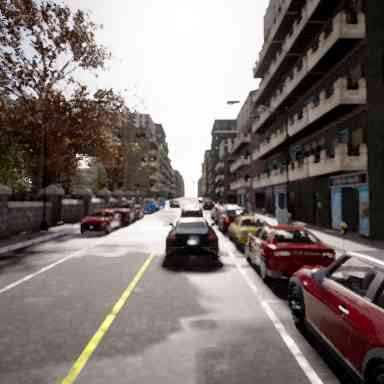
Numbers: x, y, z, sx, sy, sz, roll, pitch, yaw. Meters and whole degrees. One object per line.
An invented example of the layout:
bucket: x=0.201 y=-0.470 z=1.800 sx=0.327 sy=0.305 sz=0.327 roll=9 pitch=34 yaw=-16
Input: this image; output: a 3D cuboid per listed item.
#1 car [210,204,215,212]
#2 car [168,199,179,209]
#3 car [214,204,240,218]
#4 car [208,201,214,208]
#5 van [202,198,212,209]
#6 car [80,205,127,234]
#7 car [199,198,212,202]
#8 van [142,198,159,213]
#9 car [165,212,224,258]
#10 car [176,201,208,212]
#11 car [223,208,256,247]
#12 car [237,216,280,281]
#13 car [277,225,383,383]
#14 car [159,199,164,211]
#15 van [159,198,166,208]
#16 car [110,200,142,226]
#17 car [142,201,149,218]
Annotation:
car: x=2.699 y=1.875 z=26.576 sx=1.802 sy=1.307 sz=4.206 roll=1 pitch=-1 yaw=0
car: x=-3.064 y=2.161 z=59.591 sx=1.837 sy=1.490 sz=4.892 roll=0 pitch=0 yaw=0
car: x=2.703 y=1.672 z=21.055 sx=1.967 sy=1.590 sz=4.097 roll=1 pitch=-1 yaw=0
car: x=2.700 y=1.881 z=32.270 sx=1.752 sy=1.417 sz=4.829 roll=1 pitch=-1 yaw=0
van: x=2.667 y=1.999 z=59.717 sx=1.690 sy=1.788 sz=3.998 roll=1 pitch=-1 yaw=0
car: x=-5.679 y=1.777 z=21.053 sx=1.887 sy=1.381 sz=4.507 roll=1 pitch=-1 yaw=0
car: x=2.668 y=2.037 z=54.193 sx=1.967 sy=1.590 sz=4.097 roll=1 pitch=-1 yaw=0
van: x=-5.687 y=1.817 z=43.148 sx=1.690 sy=1.788 sz=3.998 roll=1 pitch=-1 yaw=0
car: x=0.013 y=1.713 z=13.382 sx=1.994 sy=1.385 sz=4.181 roll=0 pitch=-1 yaw=0
car: x=0.012 y=1.807 z=28.506 sx=2.128 sy=1.511 sz=4.902 roll=0 pitch=0 yaw=0
car: x=2.702 y=1.699 z=15.701 sx=1.752 sy=1.417 sz=4.829 roll=1 pitch=-1 yaw=0
car: x=2.702 y=1.656 z=10.007 sx=1.887 sy=1.381 sz=4.507 roll=1 pitch=-1 yaw=0
car: x=2.705 y=1.491 z=4.486 sx=1.967 sy=1.590 sz=4.097 roll=1 pitch=-1 yaw=0
car: x=-5.666 y=2.103 z=48.668 sx=1.947 sy=1.339 sz=4.313 roll=1 pitch=-1 yaw=0
van: x=-5.647 y=2.000 z=59.718 sx=1.690 sy=1.788 sz=3.998 roll=1 pitch=-1 yaw=0
car: x=-5.676 y=1.608 z=26.578 sx=2.192 sy=1.841 sz=5.009 roll=1 pitch=-1 yaw=0
car: x=-5.681 y=1.899 z=32.099 sx=1.887 sy=1.381 sz=4.507 roll=1 pitch=-1 yaw=0
